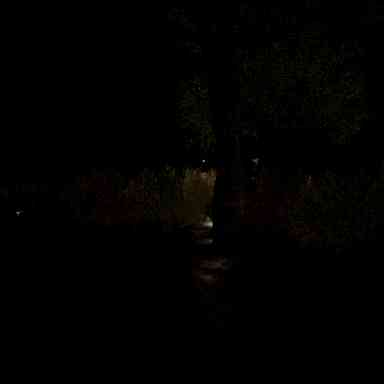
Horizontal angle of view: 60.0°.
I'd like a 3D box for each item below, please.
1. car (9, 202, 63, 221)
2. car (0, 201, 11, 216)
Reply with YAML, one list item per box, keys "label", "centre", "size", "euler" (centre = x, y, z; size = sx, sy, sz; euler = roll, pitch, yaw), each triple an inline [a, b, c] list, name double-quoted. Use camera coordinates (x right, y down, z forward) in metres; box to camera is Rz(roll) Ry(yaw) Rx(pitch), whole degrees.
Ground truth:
- label: "car"
  centre: [-12.928, 1.660, 28.673]
  size: [1.994, 1.385, 4.181]
  euler: [0, -1, 39]
- label: "car"
  centre: [-17.159, 1.585, 29.603]
  size: [2.128, 1.511, 4.902]
  euler: [0, 0, 40]
